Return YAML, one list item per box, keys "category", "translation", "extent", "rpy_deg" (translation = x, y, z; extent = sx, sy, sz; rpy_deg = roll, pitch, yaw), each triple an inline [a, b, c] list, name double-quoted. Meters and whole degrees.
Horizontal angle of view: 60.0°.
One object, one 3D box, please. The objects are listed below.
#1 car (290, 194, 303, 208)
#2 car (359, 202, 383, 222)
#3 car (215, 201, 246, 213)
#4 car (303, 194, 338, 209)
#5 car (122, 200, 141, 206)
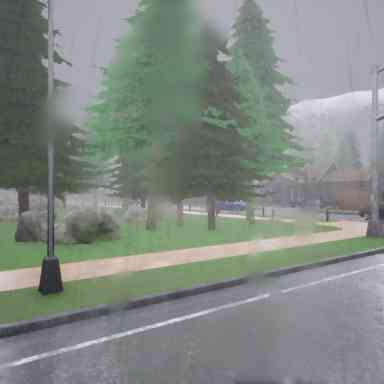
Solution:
- category: "car"
  translation: [14.856, 1.161, 44.179]
  extent: [3.866, 1.878, 1.905]
  rpy_deg: [0, 0, -37]
- category: "car"
  translation: [14.367, 1.479, 23.495]
  extent: [2.128, 1.511, 4.902]
  rpy_deg: [0, 0, -30]
- category: "car"
  translation: [4.631, 1.463, 36.902]
  extent: [1.882, 1.535, 5.008]
  rpy_deg: [0, 0, -37]
- category: "car"
  translation: [16.682, 1.160, 42.408]
  extent: [4.605, 1.855, 1.932]
  rpy_deg: [0, 0, -37]
- category: "car"
  translation: [-10.034, 1.550, 55.767]
  extent: [1.994, 1.385, 4.181]
  rpy_deg: [0, 0, -41]
